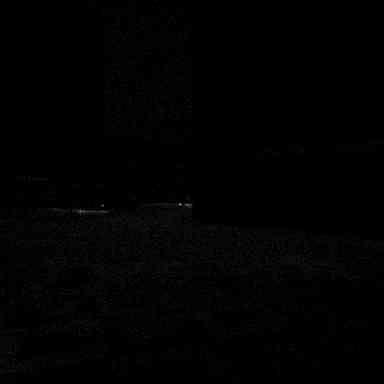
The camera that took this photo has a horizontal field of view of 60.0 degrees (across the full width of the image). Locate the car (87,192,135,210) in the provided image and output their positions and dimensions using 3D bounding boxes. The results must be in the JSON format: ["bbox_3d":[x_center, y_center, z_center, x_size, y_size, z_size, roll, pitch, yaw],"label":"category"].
[{"bbox_3d":[-9.377,1.078,40.188,2.150,2.045,5.566,0,0,35],"label":"car"}]

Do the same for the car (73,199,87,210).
[{"bbox_3d":[-12.475,1.402,41.430,1.812,1.442,4.674,0,0,35],"label":"car"}]

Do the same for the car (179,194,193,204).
[{"bbox_3d":[-0.229,1.199,58.637,2.097,1.767,4.553,0,0,35],"label":"car"}]
